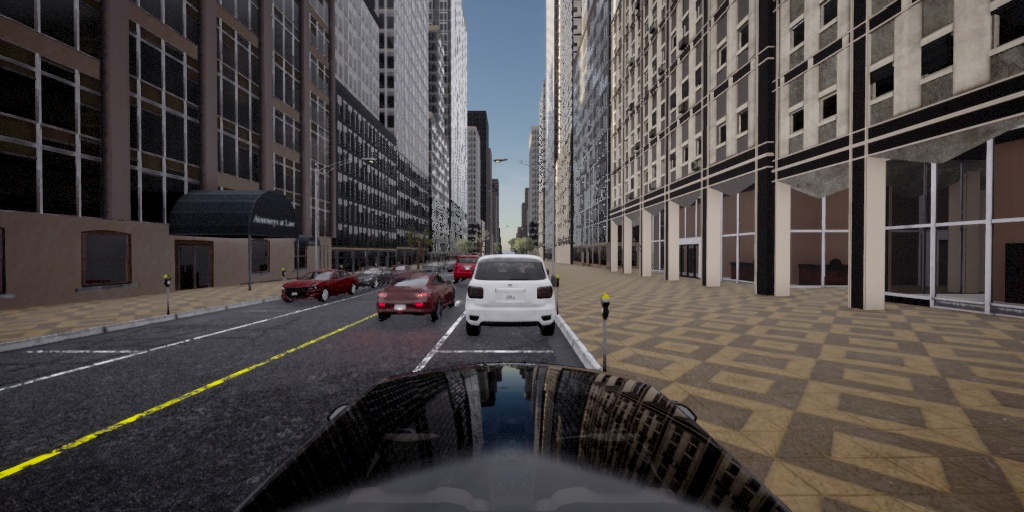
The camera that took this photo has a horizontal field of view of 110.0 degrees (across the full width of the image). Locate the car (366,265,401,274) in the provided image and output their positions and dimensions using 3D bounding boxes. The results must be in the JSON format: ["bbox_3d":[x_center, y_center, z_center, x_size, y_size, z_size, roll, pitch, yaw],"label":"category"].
[{"bbox_3d":[-8.838,1.297,22.523,2.007,1.370,4.403,0,0,0],"label":"car"}]

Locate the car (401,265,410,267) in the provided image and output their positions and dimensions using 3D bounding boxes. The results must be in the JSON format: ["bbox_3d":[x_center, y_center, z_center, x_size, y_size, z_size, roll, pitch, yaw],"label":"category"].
[{"bbox_3d":[-8.837,1.327,28.206,1.802,1.307,4.207,0,0,0],"label":"car"}]

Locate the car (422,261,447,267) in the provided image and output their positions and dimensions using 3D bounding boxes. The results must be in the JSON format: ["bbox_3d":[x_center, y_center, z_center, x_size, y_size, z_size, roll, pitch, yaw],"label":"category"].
[{"bbox_3d":[-8.837,1.293,39.574,2.007,1.370,4.403,0,0,0],"label":"car"}]

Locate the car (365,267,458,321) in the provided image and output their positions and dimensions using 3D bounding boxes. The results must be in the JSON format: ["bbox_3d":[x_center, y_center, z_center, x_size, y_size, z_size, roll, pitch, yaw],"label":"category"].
[{"bbox_3d":[-3.150,1.274,12.387,1.812,1.442,4.674,0,0,0],"label":"car"}]

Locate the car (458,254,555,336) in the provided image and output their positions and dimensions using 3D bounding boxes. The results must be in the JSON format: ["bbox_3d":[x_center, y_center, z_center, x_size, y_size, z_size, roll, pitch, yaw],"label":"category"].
[{"bbox_3d":[-0.039,0.976,10.531,2.150,2.045,5.566,0,0,0],"label":"car"}]

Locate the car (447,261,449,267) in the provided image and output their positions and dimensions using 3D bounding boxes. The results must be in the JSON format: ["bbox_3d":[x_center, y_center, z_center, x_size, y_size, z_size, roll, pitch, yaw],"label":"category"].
[{"bbox_3d":[-6.213,1.290,41.818,2.033,1.411,5.357,0,0,0],"label":"car"}]

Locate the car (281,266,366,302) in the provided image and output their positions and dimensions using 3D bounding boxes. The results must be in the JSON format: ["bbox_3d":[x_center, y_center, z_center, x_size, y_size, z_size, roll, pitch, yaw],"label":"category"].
[{"bbox_3d":[-8.837,1.292,16.839,1.888,1.381,4.507,0,0,0],"label":"car"}]

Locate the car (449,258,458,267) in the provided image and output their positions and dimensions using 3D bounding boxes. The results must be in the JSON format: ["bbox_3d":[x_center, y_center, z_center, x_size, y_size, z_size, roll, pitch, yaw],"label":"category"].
[{"bbox_3d":[-3.058,0.965,27.423,2.150,2.045,5.566,0,0,0],"label":"car"}]
